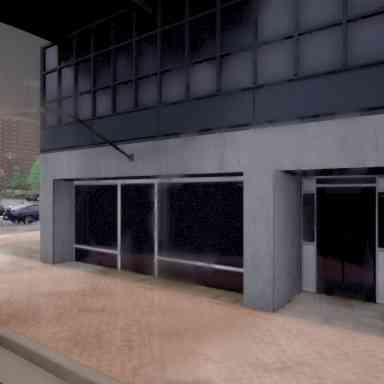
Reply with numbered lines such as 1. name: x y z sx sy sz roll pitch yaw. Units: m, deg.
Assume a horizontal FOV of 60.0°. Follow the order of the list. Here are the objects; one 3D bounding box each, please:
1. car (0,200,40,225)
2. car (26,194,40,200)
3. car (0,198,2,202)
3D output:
1. car: -11.104 1.525 24.316 1.812 1.442 4.674 0 0 37
2. car: -30.237 1.153 64.728 4.605 1.855 1.932 0 0 35
3. car: -17.894 1.491 27.199 2.128 1.511 4.902 0 0 36
